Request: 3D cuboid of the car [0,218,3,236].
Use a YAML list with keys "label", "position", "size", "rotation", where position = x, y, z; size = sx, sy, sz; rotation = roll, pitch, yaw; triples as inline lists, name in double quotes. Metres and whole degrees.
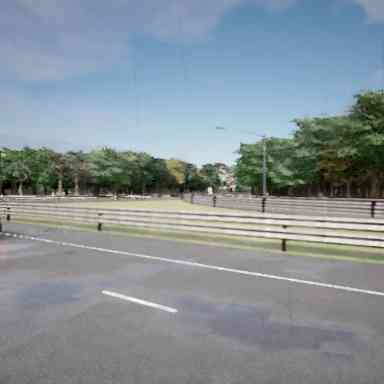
- label: "car"
  position: [-11.074, 1.485, 16.420]
  size: [4.674, 1.442, 1.812]
  rotation: [0, 0, 37]
